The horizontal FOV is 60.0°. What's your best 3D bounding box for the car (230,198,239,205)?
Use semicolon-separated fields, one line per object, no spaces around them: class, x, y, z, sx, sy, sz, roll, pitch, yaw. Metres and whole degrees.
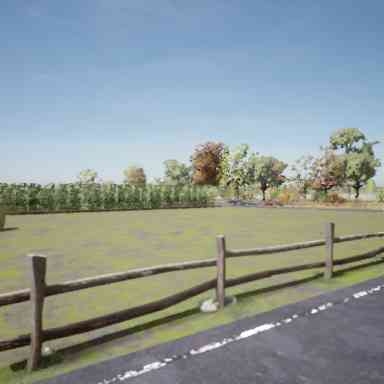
car;10.266;2.132;77.532;2.128;1.511;4.902;-1;0;-16

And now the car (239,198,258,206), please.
car;11.637;2.075;63.144;2.033;1.411;5.357;-1;0;-22

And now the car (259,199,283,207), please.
car;15.069;1.999;62.039;1.812;1.442;4.674;-1;0;-24
